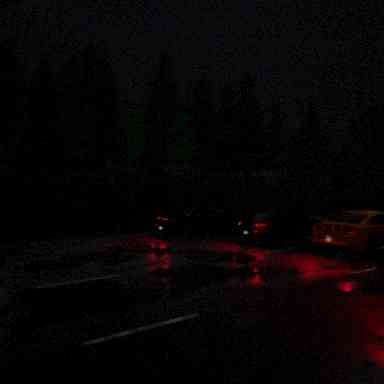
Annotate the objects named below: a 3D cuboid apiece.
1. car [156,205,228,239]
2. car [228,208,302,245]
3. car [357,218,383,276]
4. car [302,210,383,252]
[{"bbox_3d":[0.527,1.439,16.865,4.902,1.511,2.128,0,0,-35],"label":"car"},{"bbox_3d":[4.112,1.472,15.092,4.674,1.442,1.812,0,0,-35],"label":"car"},{"bbox_3d":[6.495,1.456,8.226,4.902,1.511,2.128,0,0,-35],"label":"car"},{"bbox_3d":[6.610,1.427,12.562,5.008,1.535,1.882,0,0,-35],"label":"car"}]
